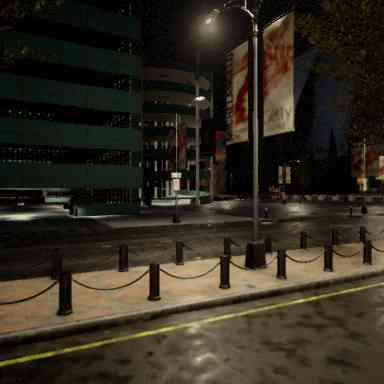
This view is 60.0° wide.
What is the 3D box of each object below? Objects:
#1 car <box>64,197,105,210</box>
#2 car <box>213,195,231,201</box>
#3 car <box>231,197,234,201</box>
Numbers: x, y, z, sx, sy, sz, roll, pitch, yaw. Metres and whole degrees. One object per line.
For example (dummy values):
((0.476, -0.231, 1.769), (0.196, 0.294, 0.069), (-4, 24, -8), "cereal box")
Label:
((-11.776, 1.316, 36.988), (4.674, 1.452, 2.002), (0, 0, -28), "car")
((6.322, 1.541, 78.606), (4.181, 1.385, 1.994), (0, 0, 37), "car")
((8.109, 1.517, 81.636), (4.902, 1.511, 2.128), (0, 0, 37), "car")
